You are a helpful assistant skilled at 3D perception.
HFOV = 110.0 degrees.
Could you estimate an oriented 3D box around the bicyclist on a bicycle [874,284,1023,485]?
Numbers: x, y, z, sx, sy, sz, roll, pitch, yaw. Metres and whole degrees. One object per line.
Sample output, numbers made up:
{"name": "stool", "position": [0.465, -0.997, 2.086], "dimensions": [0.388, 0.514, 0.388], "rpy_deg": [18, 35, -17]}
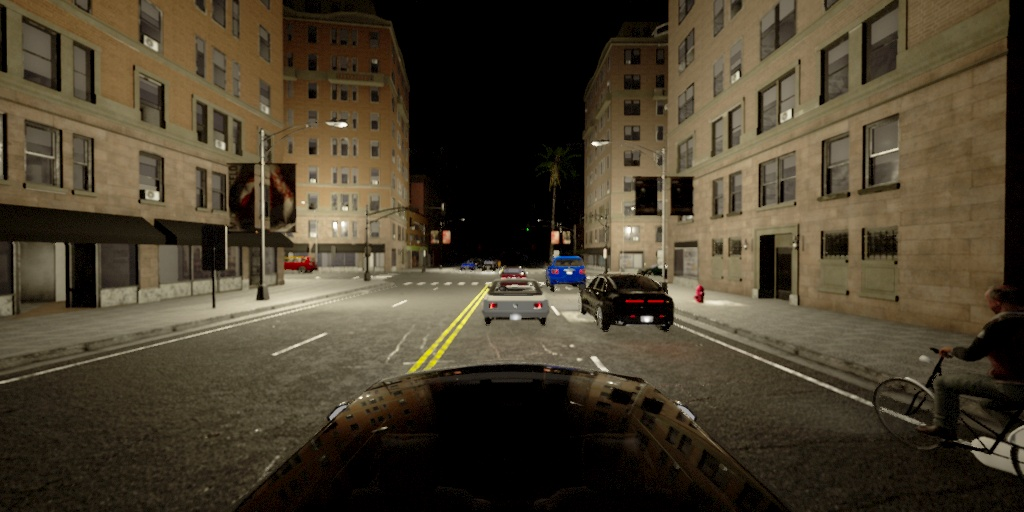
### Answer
{"name": "bicyclist on a bicycle", "position": [4.146, 1.128, 3.203], "dimensions": [0.659, 1.776, 1.843], "rpy_deg": [0, 0, 0]}

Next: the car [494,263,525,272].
{"name": "car", "position": [0.100, 1.405, 24.112], "dimensions": [2.033, 1.411, 5.357], "rpy_deg": [0, 0, 0]}

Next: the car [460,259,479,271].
{"name": "car", "position": [-6.584, 1.529, 54.252], "dimensions": [1.812, 1.442, 4.674], "rpy_deg": [0, 0, 1]}

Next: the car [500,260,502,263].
{"name": "car", "position": [-3.317, 1.591, 62.686], "dimensions": [2.033, 1.411, 5.357], "rpy_deg": [0, 0, 0]}

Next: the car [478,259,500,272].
{"name": "car", "position": [-3.343, 1.489, 52.943], "dimensions": [2.128, 1.511, 4.902], "rpy_deg": [0, 0, 0]}

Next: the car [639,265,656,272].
{"name": "car", "position": [16.058, 1.611, 39.407], "dimensions": [4.181, 1.385, 1.994], "rpy_deg": [0, 1, 0]}

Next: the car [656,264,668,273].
{"name": "car", "position": [16.209, 1.670, 33.455], "dimensions": [4.313, 1.339, 1.948], "rpy_deg": [0, 0, 0]}

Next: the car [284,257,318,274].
{"name": "car", "position": [-23.893, 1.018, 38.952], "dimensions": [5.009, 1.841, 2.192], "rpy_deg": [0, 0, -9]}

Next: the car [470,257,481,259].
{"name": "car", "position": [-6.561, 1.270, 63.961], "dimensions": [2.150, 2.045, 5.566], "rpy_deg": [0, 0, 0]}

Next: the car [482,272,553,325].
{"name": "car", "position": [0.102, 1.401, 12.059], "dimensions": [1.895, 1.301, 4.718], "rpy_deg": [0, 0, 0]}

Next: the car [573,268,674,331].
{"name": "car", "position": [3.320, 1.301, 11.205], "dimensions": [1.837, 1.490, 4.892], "rpy_deg": [0, 0, 0]}

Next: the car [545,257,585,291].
{"name": "car", "position": [3.360, 1.072, 22.941], "dimensions": [2.150, 2.045, 5.566], "rpy_deg": [0, 0, 2]}
